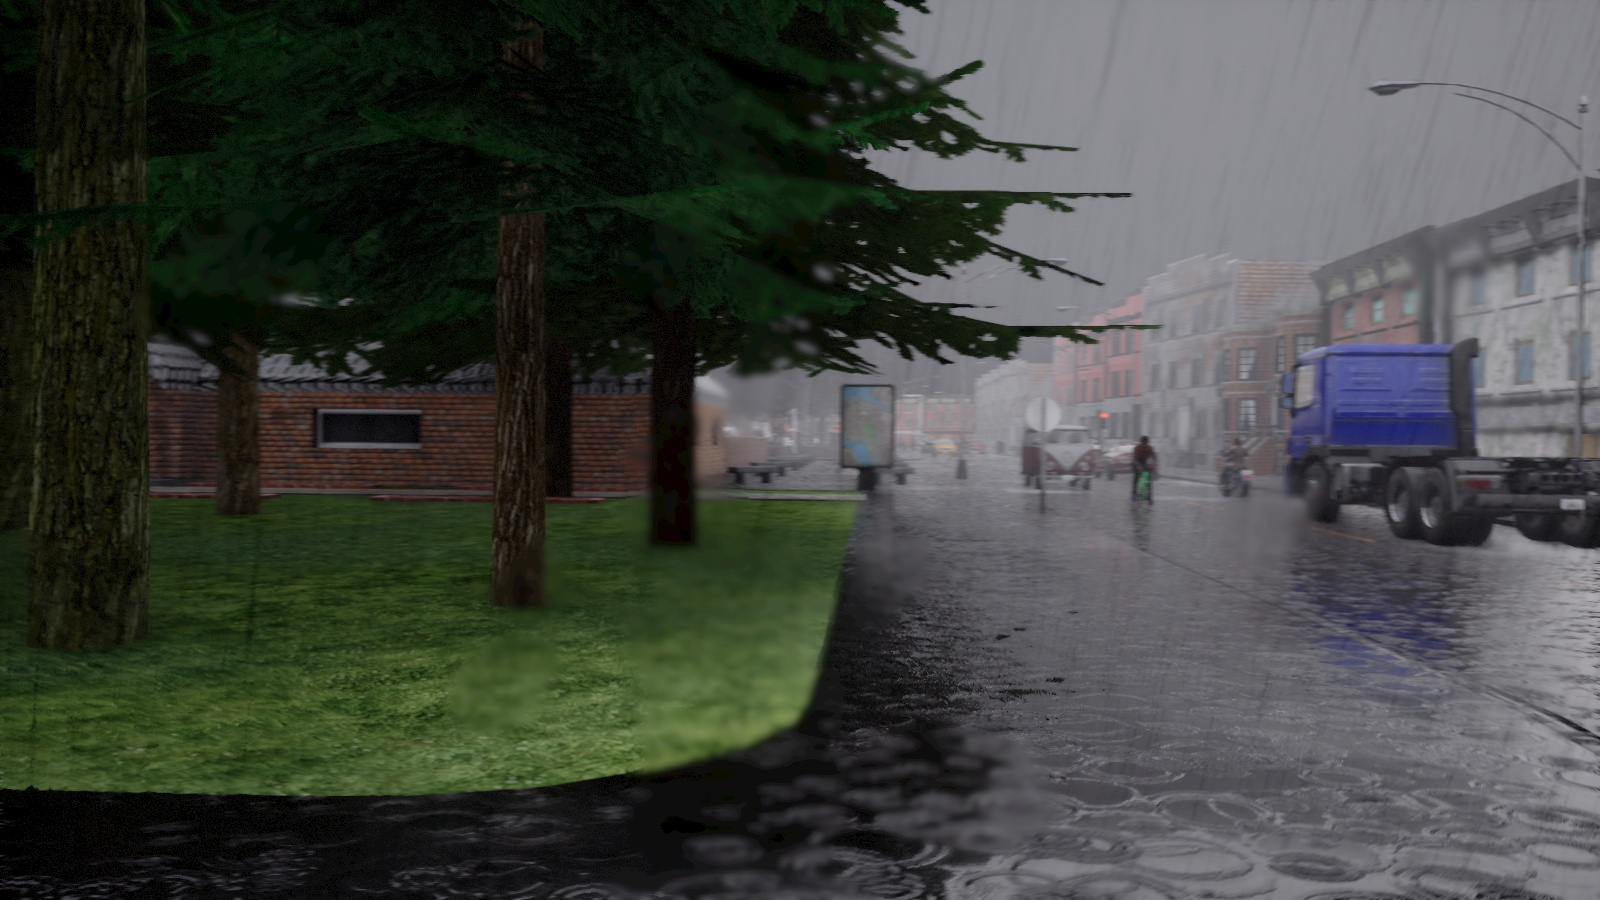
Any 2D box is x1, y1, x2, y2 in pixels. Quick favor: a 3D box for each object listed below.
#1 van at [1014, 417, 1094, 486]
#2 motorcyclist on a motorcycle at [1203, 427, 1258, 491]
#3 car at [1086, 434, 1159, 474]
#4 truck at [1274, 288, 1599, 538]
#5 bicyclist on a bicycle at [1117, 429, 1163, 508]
[{"bbox_3d":[7.836,0.022,39.085,1.775,1.987,4.442,-1,1,3],"label":"van"},{"bbox_3d":[11.554,0.231,33.765,0.766,1.649,2.350,-1,0,3],"label":"motorcyclist on a motorcycle"},{"bbox_3d":[12.350,0.135,48.389,1.812,1.442,4.674,-1,1,3],"label":"car"},{"bbox_3d":[10.872,-0.556,21.444,2.891,3.462,7.936,-1,1,3],"label":"truck"},{"bbox_3d":[7.153,0.370,26.493,0.582,1.620,1.656,-1,1,3],"label":"bicyclist on a bicycle"}]
